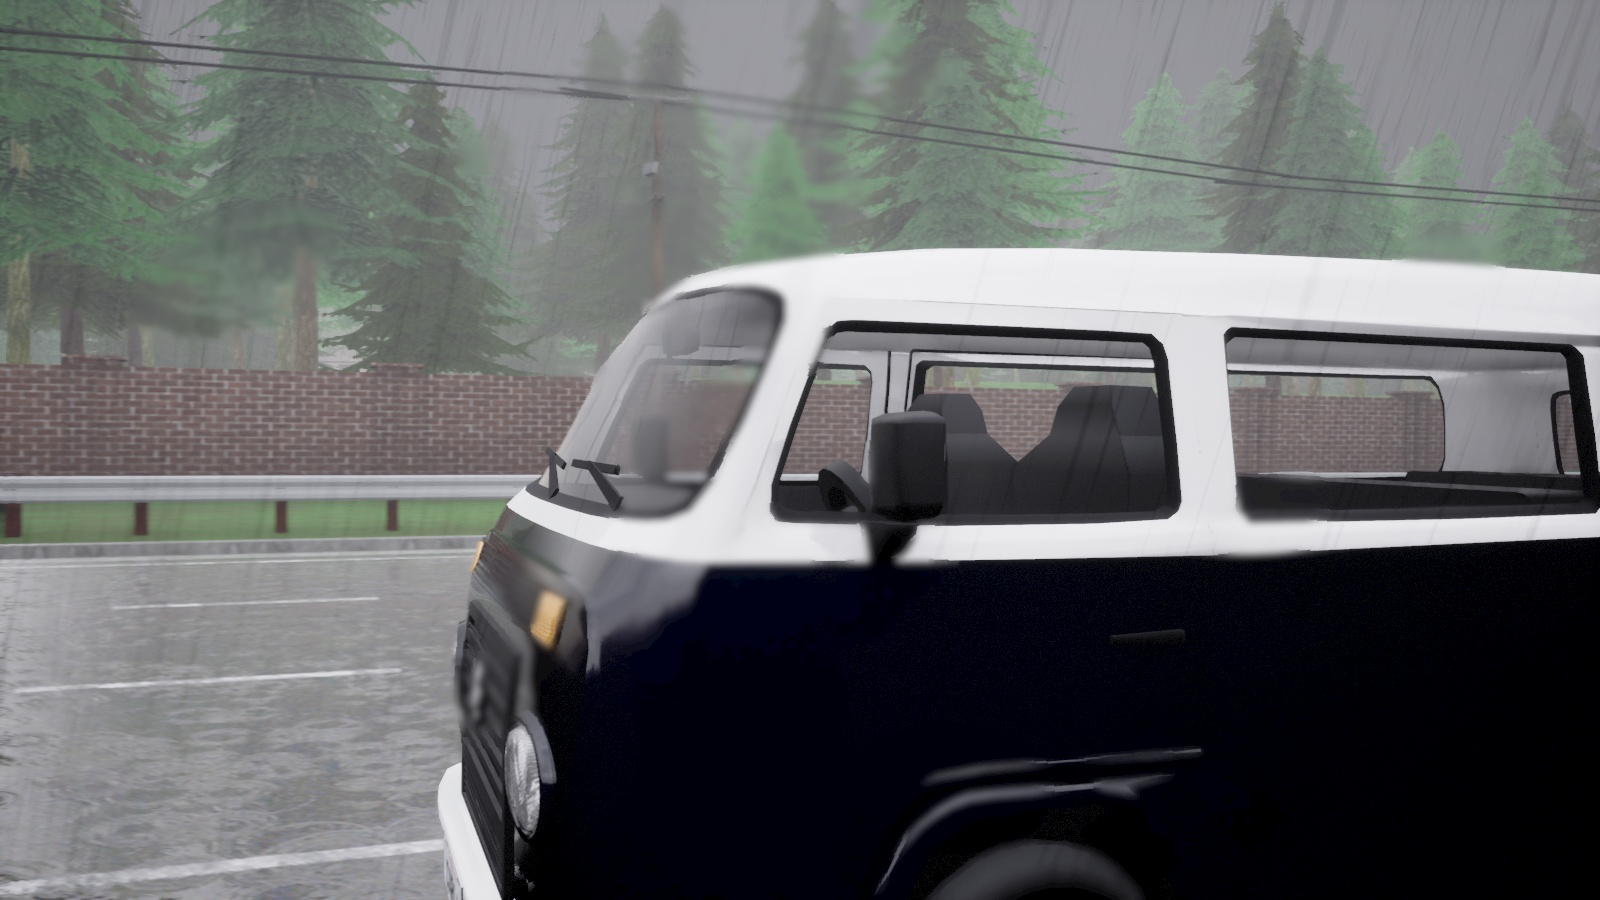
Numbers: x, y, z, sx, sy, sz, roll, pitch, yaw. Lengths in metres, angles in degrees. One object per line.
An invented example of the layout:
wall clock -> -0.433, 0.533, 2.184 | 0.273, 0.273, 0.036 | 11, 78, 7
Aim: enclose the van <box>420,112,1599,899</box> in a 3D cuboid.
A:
van -> 1.297, 0.447, 3.728 | 4.480, 2.038, 2.069 | -1, 1, -21
